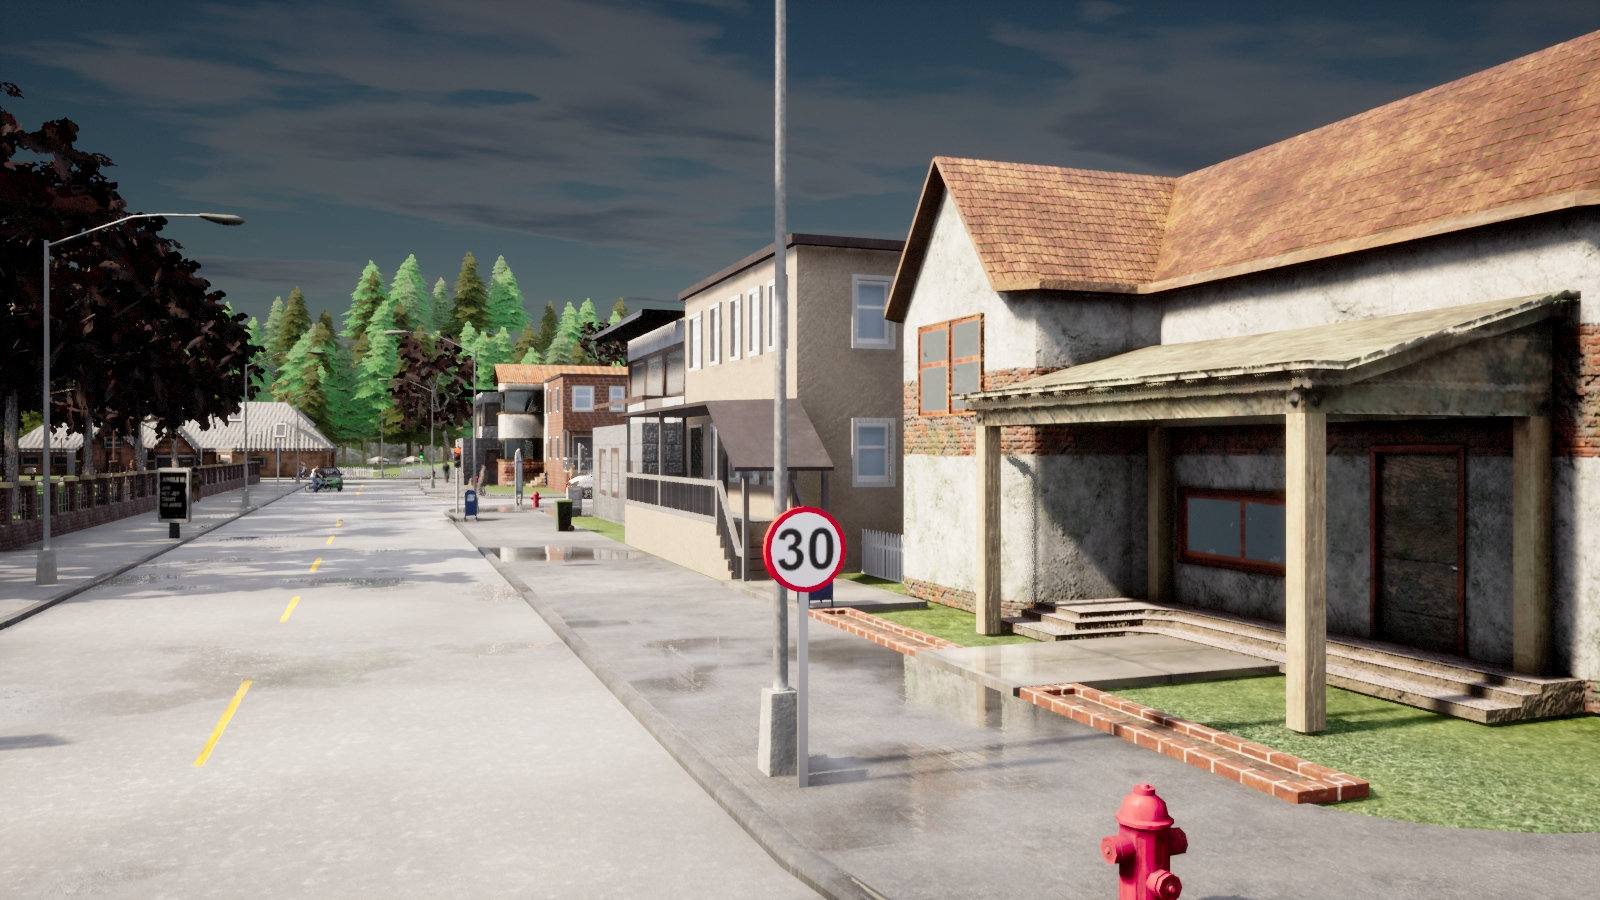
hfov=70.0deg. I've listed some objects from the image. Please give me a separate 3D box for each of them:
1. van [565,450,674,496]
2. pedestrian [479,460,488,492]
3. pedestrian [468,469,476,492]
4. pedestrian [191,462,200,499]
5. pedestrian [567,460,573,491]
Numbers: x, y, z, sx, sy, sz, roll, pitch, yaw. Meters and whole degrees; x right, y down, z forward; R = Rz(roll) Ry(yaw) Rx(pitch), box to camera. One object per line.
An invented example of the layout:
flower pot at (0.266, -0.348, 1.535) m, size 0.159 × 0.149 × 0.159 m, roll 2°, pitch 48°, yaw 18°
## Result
van at (-10.388, 1.315, 65.669) m, size 5.915 × 2.561 × 1.988 m, roll 0°, pitch 0°, yaw -20°
pedestrian at (-18.329, 1.516, 66.261) m, size 0.375 × 1.860 × 0.375 m, roll 0°, pitch 0°, yaw 11°
pedestrian at (-19.257, 1.797, 67.068) m, size 0.375 × 1.300 × 0.375 m, roll 0°, pitch 0°, yaw 10°
pedestrian at (-30.519, 1.525, 57.695) m, size 0.375 × 1.860 × 0.375 m, roll 0°, pitch 0°, yaw -20°
pedestrian at (-13.935, 1.516, 69.179) m, size 0.375 × 1.860 × 0.375 m, roll 0°, pitch 0°, yaw -12°
